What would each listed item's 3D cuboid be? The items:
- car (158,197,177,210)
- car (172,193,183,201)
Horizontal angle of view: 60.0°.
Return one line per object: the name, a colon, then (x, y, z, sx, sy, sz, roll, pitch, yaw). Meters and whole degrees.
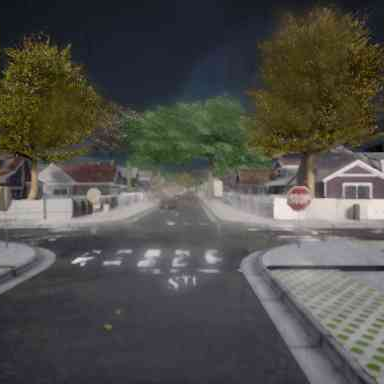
car: (-2.757, 1.280, 38.576, 2.033, 1.411, 5.357, 0, 0, 0)
car: (-2.761, 0.956, 63.938, 1.994, 1.385, 4.181, 0, 0, 0)
